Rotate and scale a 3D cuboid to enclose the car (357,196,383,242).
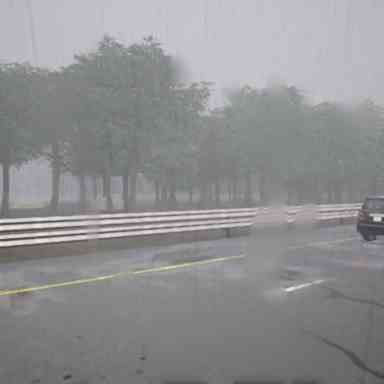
[{"bbox_3d":[9.626,1.175,14.901,5.566,2.045,2.150,0,0,-35],"label":"car"}]
